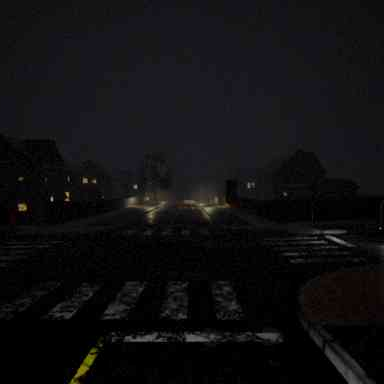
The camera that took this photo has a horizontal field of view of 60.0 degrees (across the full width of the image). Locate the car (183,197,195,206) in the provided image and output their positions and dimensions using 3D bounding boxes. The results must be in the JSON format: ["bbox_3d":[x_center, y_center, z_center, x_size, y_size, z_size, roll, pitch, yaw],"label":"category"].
[{"bbox_3d":[-0.529,1.713,56.834,1.812,1.442,4.674,0,0,-1],"label":"car"}]

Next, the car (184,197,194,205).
[{"bbox_3d":[-0.686,1.748,66.862,1.882,1.535,5.008,0,-1,-2],"label":"car"}]

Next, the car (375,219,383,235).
[{"bbox_3d":[10.585,1.283,14.424,4.892,1.490,1.837,-1,2,-1],"label":"car"}]
